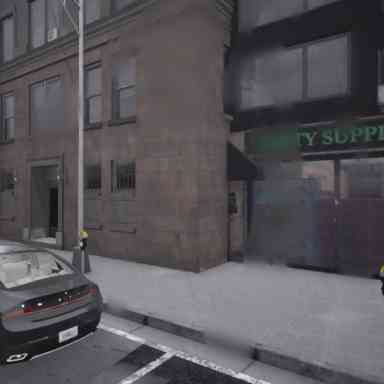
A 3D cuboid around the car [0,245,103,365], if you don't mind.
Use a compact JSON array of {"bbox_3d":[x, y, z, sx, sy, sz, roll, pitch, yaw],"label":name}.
[{"bbox_3d":[-3.330,1.550,5.452,4.403,1.369,2.008,0,0,35],"label":"car"}]
